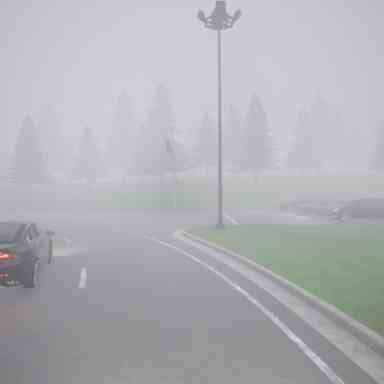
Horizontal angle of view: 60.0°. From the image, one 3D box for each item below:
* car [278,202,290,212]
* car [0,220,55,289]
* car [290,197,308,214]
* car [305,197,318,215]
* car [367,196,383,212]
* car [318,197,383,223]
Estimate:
[{"bbox_3d":[11.330,1.252,33.863,5.008,1.535,1.882,0,0,1],"label":"car"},{"bbox_3d":[-4.903,1.497,8.819,1.837,1.490,4.892,0,0,-17],"label":"car"},{"bbox_3d":[12.224,1.331,30.395,5.357,1.411,2.033,0,0,-4],"label":"car"},{"bbox_3d":[12.389,1.346,26.870,5.357,1.411,2.033,0,0,0],"label":"car"},{"bbox_3d":[20.843,1.202,33.816,4.902,1.511,2.128,0,0,0],"label":"car"},{"bbox_3d":[11.727,1.170,23.371,4.553,1.767,2.097,0,0,0],"label":"car"}]
